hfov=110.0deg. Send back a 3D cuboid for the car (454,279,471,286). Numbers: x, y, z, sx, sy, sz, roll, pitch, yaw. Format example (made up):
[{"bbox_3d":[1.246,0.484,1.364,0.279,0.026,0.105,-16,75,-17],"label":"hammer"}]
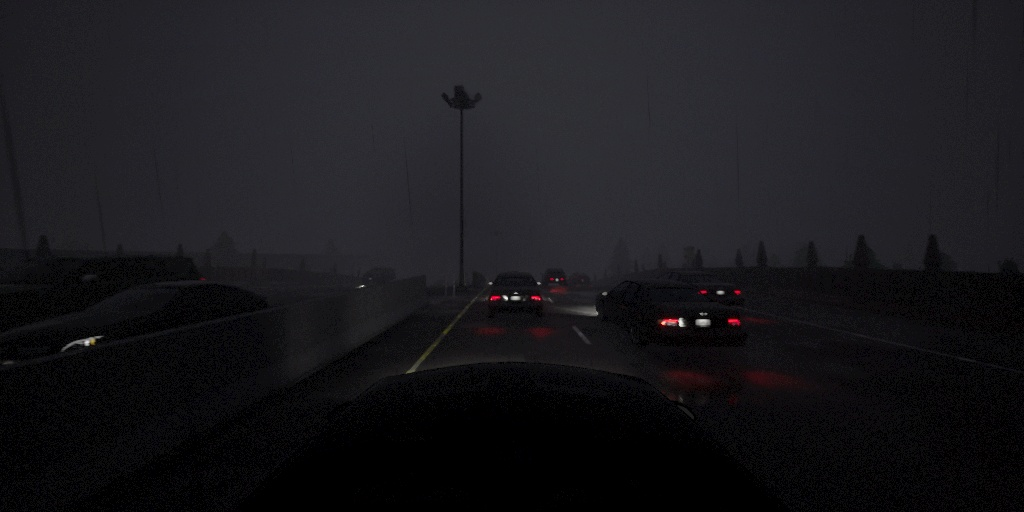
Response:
[{"bbox_3d":[-7.045,3.977,51.082,1.882,1.535,5.008,0,-7,0],"label":"car"}]

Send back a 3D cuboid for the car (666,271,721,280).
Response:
[{"bbox_3d":[7.105,1.302,14.728,2.033,1.411,5.357,0,0,0],"label":"car"}]

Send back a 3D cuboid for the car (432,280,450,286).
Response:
[{"bbox_3d":[-10.541,4.295,53.588,1.882,1.535,5.008,0,-7,0],"label":"car"}]

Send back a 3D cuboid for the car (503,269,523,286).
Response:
[{"bbox_3d":[0.112,2.288,36.736,1.882,1.535,5.008,0,-5,0],"label":"car"}]

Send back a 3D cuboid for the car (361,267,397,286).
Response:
[{"bbox_3d":[-14.078,2.190,38.408,2.150,2.045,5.566,0,-6,0],"label":"car"}]

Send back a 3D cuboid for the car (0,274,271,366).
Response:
[{"bbox_3d":[-7.098,1.276,7.389,1.812,1.442,4.674,0,0,0],"label":"car"}]

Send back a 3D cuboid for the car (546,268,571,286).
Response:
[{"bbox_3d":[3.610,1.854,31.191,1.837,1.490,4.892,0,-4,0],"label":"car"}]

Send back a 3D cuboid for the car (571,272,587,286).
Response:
[{"bbox_3d":[7.099,2.497,38.383,1.812,1.442,4.674,0,-6,0],"label":"car"}]

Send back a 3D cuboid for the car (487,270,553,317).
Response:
[{"bbox_3d":[0.104,1.299,13.142,2.033,1.411,5.357,0,0,0],"label":"car"}]

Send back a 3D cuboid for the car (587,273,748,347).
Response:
[{"bbox_3d":[3.603,1.298,9.277,2.033,1.411,5.357,0,0,0],"label":"car"}]

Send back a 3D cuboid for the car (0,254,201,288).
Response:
[{"bbox_3d":[-10.597,0.971,8.881,2.150,2.045,5.566,0,0,0],"label":"car"}]
